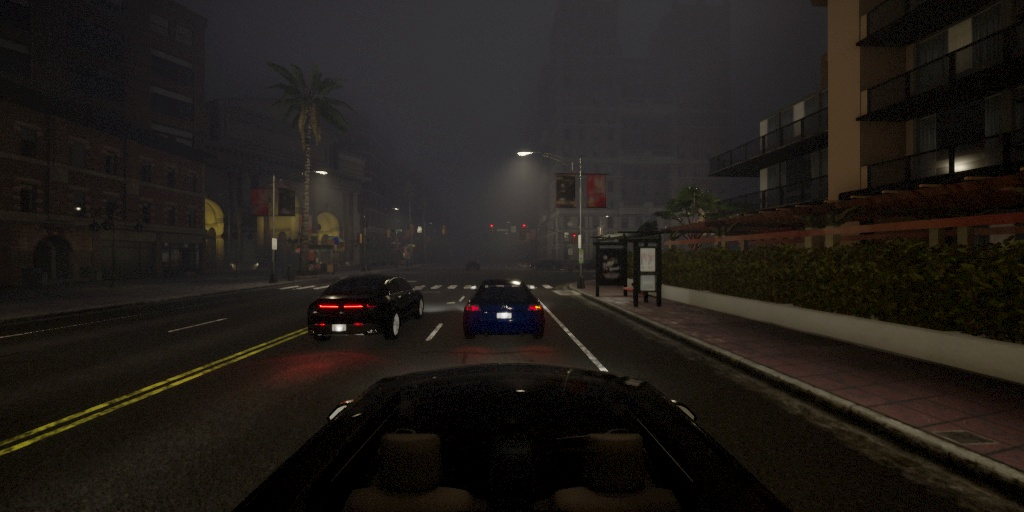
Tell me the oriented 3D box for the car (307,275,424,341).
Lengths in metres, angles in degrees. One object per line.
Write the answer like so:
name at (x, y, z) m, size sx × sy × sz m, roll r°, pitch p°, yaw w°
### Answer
car at (-3.736, 1.255, 9.935) m, size 1.837 × 1.490 × 4.892 m, roll 0°, pitch 0°, yaw -3°

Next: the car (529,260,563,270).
car at (4.901, 1.258, 51.569) m, size 4.892 × 1.490 × 1.837 m, roll 0°, pitch 2°, yaw 19°

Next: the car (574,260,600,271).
car at (10.607, 1.230, 46.592) m, size 5.008 × 1.535 × 1.882 m, roll 0°, pitch 0°, yaw -4°

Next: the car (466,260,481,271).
car at (-5.420, 1.244, 50.582) m, size 2.128 × 1.511 × 4.902 m, roll 0°, pitch 0°, yaw -2°

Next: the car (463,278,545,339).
car at (-0.247, 1.314, 10.095) m, size 1.994 × 1.385 × 4.181 m, roll 0°, pitch 0°, yaw -2°
